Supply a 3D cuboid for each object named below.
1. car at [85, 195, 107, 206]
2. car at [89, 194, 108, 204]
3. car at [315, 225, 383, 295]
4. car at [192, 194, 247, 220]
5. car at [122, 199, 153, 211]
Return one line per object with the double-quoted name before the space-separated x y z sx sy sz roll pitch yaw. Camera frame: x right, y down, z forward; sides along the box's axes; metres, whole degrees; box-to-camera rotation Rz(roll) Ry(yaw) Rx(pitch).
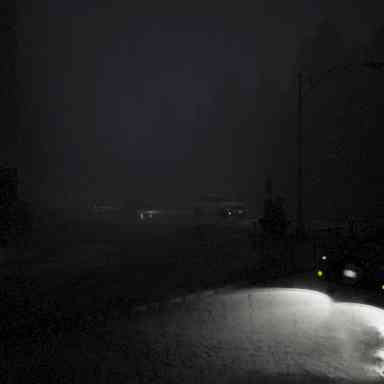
"car" -15.864 1.532 53.866 2.128 1.511 4.902 0 0 -36
"car" -18.068 1.352 63.976 2.097 1.767 4.553 0 0 -35
"car" 4.969 1.564 8.313 4.181 1.385 1.994 0 0 -37
"car" 2.212 1.221 28.485 2.150 2.045 5.566 0 0 -36
"car" -6.779 1.547 41.032 2.033 1.411 5.357 0 0 -36
